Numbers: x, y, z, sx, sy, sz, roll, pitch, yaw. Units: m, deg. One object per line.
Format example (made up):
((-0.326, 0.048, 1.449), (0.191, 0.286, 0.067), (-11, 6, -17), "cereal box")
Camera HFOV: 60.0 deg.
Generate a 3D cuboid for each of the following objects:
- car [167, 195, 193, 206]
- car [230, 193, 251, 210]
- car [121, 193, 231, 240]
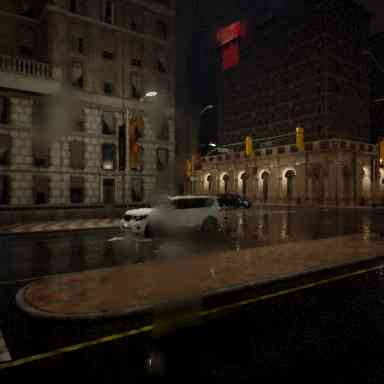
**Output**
((-2.059, 1.351, 54.807), (2.097, 1.767, 4.553), (0, 0, -35), "car")
((5.394, 1.221, 44.321), (2.150, 2.045, 5.566), (0, 0, -35), "car")
((-0.893, 1.221, 17.438), (5.566, 2.045, 2.150), (0, 0, -35), "car")
